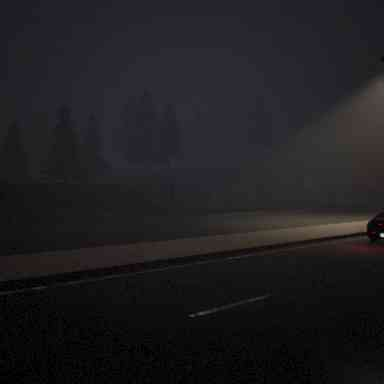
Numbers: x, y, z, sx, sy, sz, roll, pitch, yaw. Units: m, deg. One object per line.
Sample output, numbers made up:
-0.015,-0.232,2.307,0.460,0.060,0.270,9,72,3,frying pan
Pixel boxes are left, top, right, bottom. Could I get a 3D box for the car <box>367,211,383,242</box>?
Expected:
9.890,1.507,15.198,4.892,1.490,1.837,-1,0,-35,car
